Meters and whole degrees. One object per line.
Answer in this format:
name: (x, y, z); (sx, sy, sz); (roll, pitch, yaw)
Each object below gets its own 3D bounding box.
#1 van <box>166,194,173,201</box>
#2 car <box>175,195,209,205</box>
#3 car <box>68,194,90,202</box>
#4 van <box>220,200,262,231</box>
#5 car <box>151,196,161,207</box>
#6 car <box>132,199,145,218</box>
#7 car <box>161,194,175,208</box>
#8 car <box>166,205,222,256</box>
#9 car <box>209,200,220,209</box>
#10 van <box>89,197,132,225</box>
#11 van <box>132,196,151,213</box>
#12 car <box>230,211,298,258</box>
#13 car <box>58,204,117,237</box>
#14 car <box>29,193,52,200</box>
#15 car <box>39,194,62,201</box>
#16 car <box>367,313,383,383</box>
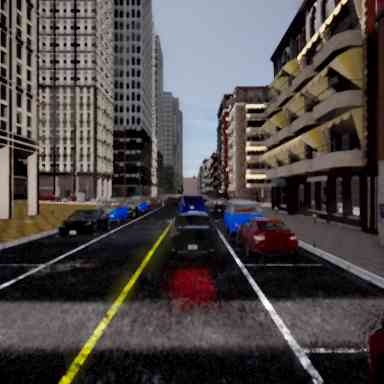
van: (-5.692, 1.365, 84.435); (1.690, 1.788, 3.998); (0, 0, 0)
car: (0.036, 1.221, 26.918); (2.150, 2.045, 5.566); (0, 0, 1)
car: (-21.132, 1.078, 62.743); (4.097, 1.590, 1.967); (1, -1, 0)
van: (2.690, 1.338, 18.069); (1.690, 1.788, 3.998); (0, 0, 0)
car: (-5.692, 1.445, 51.961); (1.967, 1.590, 4.097); (0, 0, 0)
car: (-5.691, 1.549, 29.366); (2.008, 1.369, 4.403); (0, 0, 0)
car: (-3.055, 1.481, 49.646); (1.882, 1.535, 5.008); (0, 0, 0)
car: (0.048, 1.504, 13.059); (1.837, 1.490, 4.892); (0, 0, 1)
car: (2.690, 1.550, 35.015); (2.008, 1.369, 4.403); (0, 0, 0)
van: (-5.691, 1.339, 23.718); (1.690, 1.788, 3.998); (0, 0, 0)
van: (-5.691, 1.340, 35.015); (1.690, 1.788, 3.998); (0, 0, 0)
car: (2.690, 1.580, 12.421); (1.802, 1.307, 4.206); (0, 0, 0)
car: (-5.690, 1.563, 18.069); (1.947, 1.339, 4.313); (0, 0, 0)
car: (-32.364, 0.994, 71.094); (4.206, 1.307, 1.802); (1, -1, 0)
car: (-26.709, 1.112, 62.727); (4.206, 1.307, 1.802); (1, -1, 0)
car: (2.690, 1.315, 1.123); (2.192, 1.841, 5.009); (0, 0, 0)
